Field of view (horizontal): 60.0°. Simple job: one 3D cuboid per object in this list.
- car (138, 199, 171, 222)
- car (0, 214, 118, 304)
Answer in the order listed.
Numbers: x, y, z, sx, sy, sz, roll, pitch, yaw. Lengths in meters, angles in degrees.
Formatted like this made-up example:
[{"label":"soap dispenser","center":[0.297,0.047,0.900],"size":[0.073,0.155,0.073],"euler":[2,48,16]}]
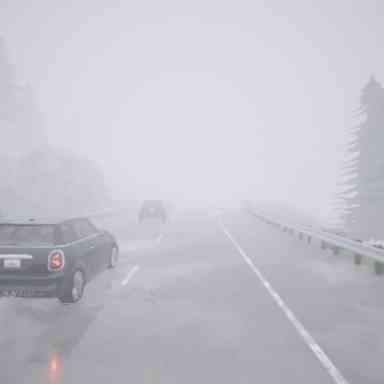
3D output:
[{"label":"car","center":[-2.908,1.353,26.826],"size":[2.097,1.767,4.553],"euler":[0,0,2]},{"label":"car","center":[-3.315,1.349,8.304],"size":[2.097,1.767,4.553],"euler":[0,0,0]}]
